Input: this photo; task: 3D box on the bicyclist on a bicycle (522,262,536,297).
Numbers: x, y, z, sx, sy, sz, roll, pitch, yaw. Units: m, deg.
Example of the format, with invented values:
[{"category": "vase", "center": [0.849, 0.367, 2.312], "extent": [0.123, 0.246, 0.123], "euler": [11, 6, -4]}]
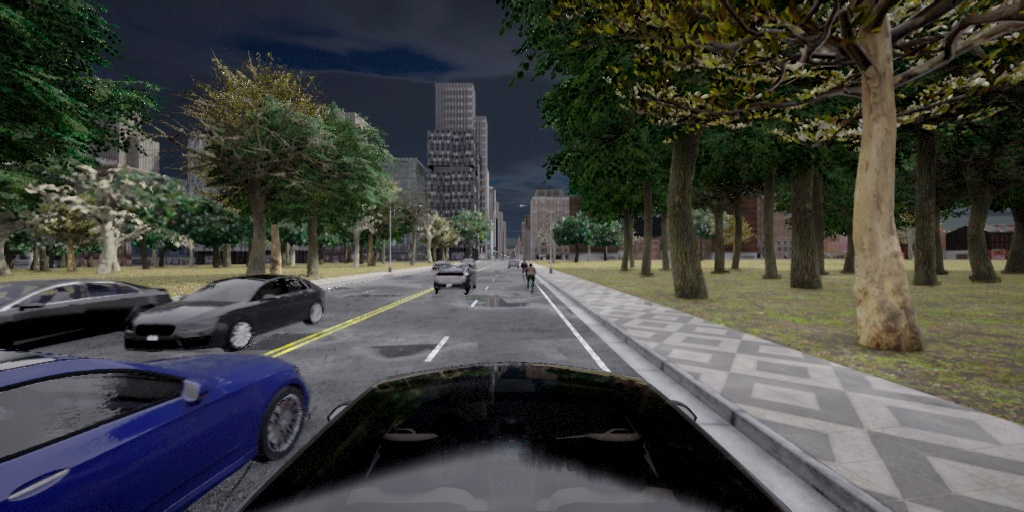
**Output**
[{"category": "bicyclist on a bicycle", "center": [0.951, 1.203, 18.153], "extent": [0.582, 1.620, 1.656], "euler": [0, 0, 0]}]

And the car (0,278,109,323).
[{"category": "car", "center": [-9.830, 1.240, 7.376], "extent": [2.128, 1.511, 4.902], "euler": [0, 0, 0]}]

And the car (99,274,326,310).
[{"category": "car", "center": [-6.575, 1.254, 8.994], "extent": [1.837, 1.490, 4.892], "euler": [0, 0, 0]}]

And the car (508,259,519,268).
[{"category": "car", "center": [0.305, 1.310, 61.921], "extent": [2.128, 1.511, 4.902], "euler": [0, -1, 0]}]

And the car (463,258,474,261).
[{"category": "car", "center": [-6.414, 1.150, 52.405], "extent": [2.097, 1.767, 4.553], "euler": [0, 0, 0]}]

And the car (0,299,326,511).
[{"category": "car", "center": [-3.148, 1.275, 2.009], "extent": [1.812, 1.442, 4.674], "euler": [0, 0, 0]}]

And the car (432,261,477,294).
[{"category": "car", "center": [-3.086, 1.242, 20.101], "extent": [2.128, 1.511, 4.902], "euler": [0, 0, 0]}]

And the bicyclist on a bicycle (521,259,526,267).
[{"category": "bicyclist on a bicycle", "center": [0.986, 1.127, 28.377], "extent": [0.659, 1.776, 1.843], "euler": [0, 0, 0]}]
